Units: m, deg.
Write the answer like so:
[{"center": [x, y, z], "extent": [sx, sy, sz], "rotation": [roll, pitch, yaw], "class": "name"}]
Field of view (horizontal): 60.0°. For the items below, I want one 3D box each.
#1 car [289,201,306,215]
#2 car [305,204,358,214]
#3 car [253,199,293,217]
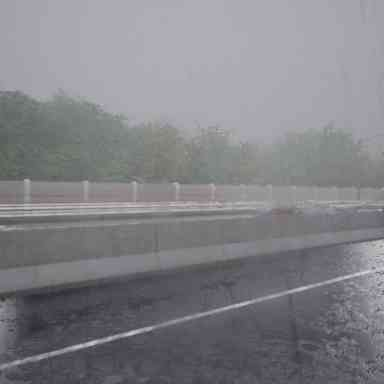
[{"center": [10.713, 1.706, 28.520], "extent": [4.181, 1.385, 1.994], "rotation": [0, 0, -34], "class": "car"}, {"center": [10.764, 1.731, 24.320], "extent": [4.718, 1.301, 1.895], "rotation": [0, 0, -34], "class": "car"}, {"center": [7.812, 1.486, 30.776], "extent": [4.553, 1.767, 2.097], "rotation": [0, 0, -34], "class": "car"}]
